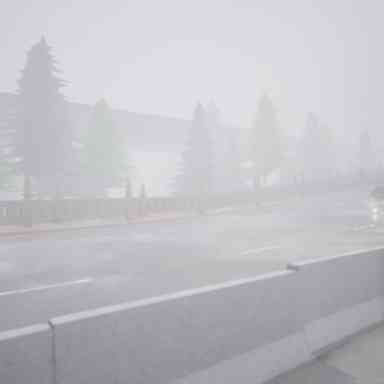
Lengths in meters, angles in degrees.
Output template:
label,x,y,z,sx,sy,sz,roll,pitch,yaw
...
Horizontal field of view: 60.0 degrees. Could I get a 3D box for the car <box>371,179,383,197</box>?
label,x,y,z,sx,sy,sz,roll,pitch,yaw
car,17.910,-0.577,29.684,4.553,1.767,2.097,-8,5,-35
